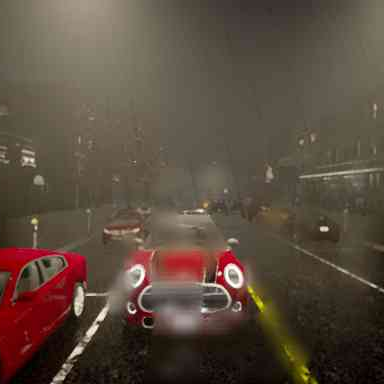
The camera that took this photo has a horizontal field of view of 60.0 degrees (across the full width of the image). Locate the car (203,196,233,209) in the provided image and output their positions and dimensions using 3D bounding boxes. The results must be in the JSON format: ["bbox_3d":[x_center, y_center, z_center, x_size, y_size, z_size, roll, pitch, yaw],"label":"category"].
[{"bbox_3d":[2.528,1.474,33.618,2.128,1.511,4.902,0,0,-1],"label":"car"}]

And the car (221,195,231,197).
[{"bbox_3d":[4.970,1.501,43.667,1.752,1.417,4.829,-1,0,-1],"label":"car"}]

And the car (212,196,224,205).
[{"bbox_3d":[4.710,1.491,60.310,1.752,1.417,4.829,-1,0,-1],"label":"car"}]

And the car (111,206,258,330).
[{"bbox_3d":[-0.148,1.348,7.202,2.097,1.767,4.553,0,0,-1],"label":"car"}]

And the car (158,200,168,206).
[{"bbox_3d":[-3.146,1.568,26.721,1.802,1.307,4.206,-1,0,-1],"label":"car"}]

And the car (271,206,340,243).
[{"bbox_3d":[5.407,1.557,15.759,1.947,1.339,4.313,-1,0,-1],"label":"car"}]

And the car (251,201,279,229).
[{"bbox_3d":[5.318,1.513,21.476,1.752,1.417,4.829,-1,0,-1],"label":"car"}]

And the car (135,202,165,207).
[{"bbox_3d":[-3.060,1.540,21.173,2.008,1.369,4.403,-1,0,-1],"label":"car"}]

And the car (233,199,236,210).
[{"bbox_3d":[5.060,1.561,37.949,1.802,1.307,4.206,-1,0,-1],"label":"car"}]

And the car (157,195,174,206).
[{"bbox_3d":[-3.409,1.292,43.363,2.192,1.841,5.009,-1,0,-1],"label":"car"}]

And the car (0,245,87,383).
[{"bbox_3d":[-2.799,1.543,4.530,1.887,1.381,4.507,-1,0,-1],"label":"car"}]

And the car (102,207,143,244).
[{"bbox_3d":[-2.972,1.574,15.625,1.802,1.307,4.206,-1,0,-1],"label":"car"}]

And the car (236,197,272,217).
[{"bbox_3d":[5.231,1.300,26.854,2.192,1.841,5.009,-1,0,-1],"label":"car"}]
